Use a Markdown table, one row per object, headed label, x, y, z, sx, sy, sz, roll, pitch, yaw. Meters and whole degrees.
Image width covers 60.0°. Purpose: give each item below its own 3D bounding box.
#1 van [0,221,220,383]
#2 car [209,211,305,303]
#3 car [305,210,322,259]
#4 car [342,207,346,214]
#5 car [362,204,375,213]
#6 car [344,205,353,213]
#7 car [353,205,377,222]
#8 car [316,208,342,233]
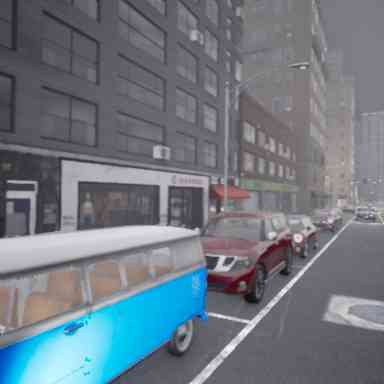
| label | x | y | z | sx | sy | sz | roll | pitch | yaw |
| --- | --- | --- | --- | --- | --- | --- | --- | --- | --- |
| van | -1.280 | 1.369 | 3.999 | 1.690 | 1.788 | 3.998 | 0 | -1 | 28 |
| car | 1.358 | 1.462 | 8.922 | 2.192 | 1.841 | 5.009 | 0 | -1 | 28 |
| car | 3.995 | 1.707 | 13.842 | 1.967 | 1.590 | 4.097 | 0 | -1 | 28 |
| car | 11.908 | 2.206 | 28.605 | 1.802 | 1.307 | 4.206 | 0 | -1 | 28 |
| car | 31.590 | 2.986 | 59.665 | 1.994 | 1.385 | 4.181 | 1 | -1 | 28 |
| car | 25.098 | 2.751 | 53.217 | 1.887 | 1.381 | 4.507 | 0 | -1 | 28 |
| car | 18.644 | 2.359 | 35.706 | 1.837 | 1.490 | 4.892 | 1 | -1 | 28 |
| car | 9.271 | 1.945 | 23.686 | 1.967 | 1.590 | 4.097 | 0 | -1 | 28 |
